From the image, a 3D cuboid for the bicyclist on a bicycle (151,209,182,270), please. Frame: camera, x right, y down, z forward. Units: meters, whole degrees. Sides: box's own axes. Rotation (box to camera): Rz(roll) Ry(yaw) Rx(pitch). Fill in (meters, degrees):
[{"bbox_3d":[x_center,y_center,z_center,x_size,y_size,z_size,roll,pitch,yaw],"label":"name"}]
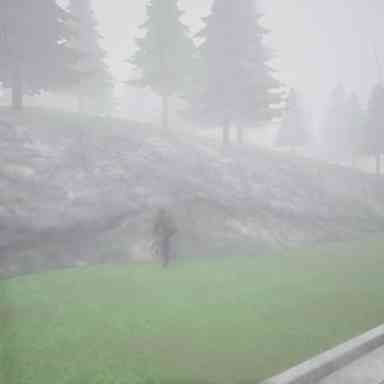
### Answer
[{"bbox_3d":[-0.752,1.303,9.350,0.582,1.620,1.656,0,-2,-36],"label":"bicyclist on a bicycle"}]
